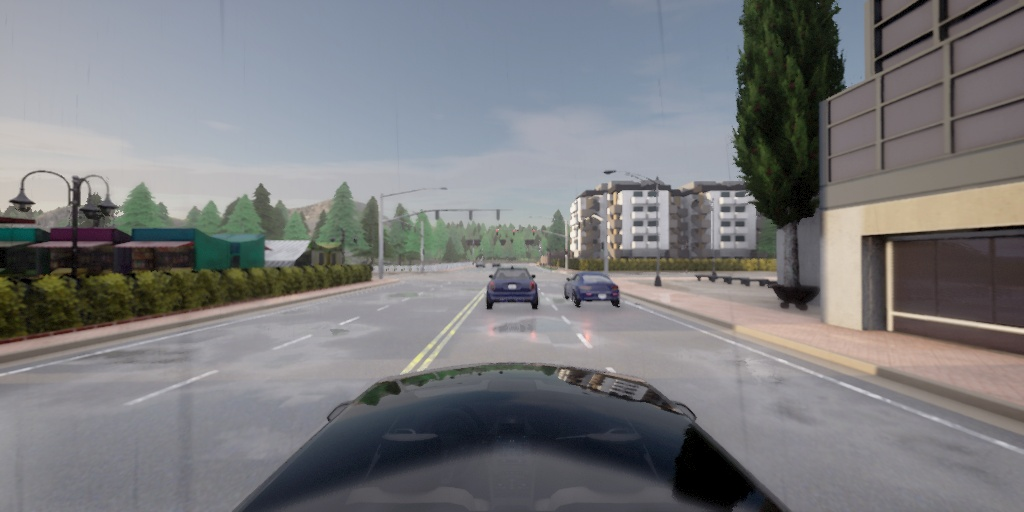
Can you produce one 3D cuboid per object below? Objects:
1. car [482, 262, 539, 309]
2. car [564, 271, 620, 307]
[{"bbox_3d":[0.014,1.232,15.935,2.097,1.767,4.553,0,-1,0],"label":"car"},{"bbox_3d":[3.517,1.410,16.237,1.812,1.442,4.674,0,0,0],"label":"car"}]
